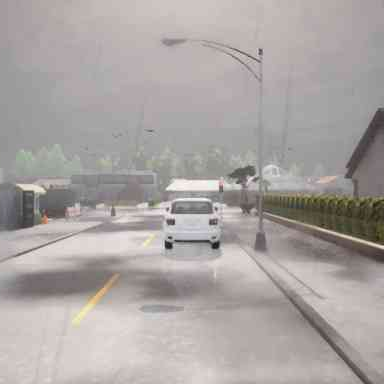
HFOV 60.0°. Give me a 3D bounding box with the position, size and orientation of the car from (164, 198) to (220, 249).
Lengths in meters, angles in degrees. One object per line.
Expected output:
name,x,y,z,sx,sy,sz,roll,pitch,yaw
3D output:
car,0.000,1.257,14.680,2.150,2.045,5.566,0,0,0

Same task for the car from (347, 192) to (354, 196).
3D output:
car,38.004,0.972,78.375,1.905,1.878,3.866,0,0,0
